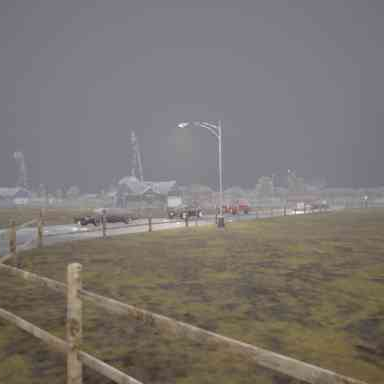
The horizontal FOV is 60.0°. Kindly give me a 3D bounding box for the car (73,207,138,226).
[{"bbox_3d":[-6.648,1.882,26.309,2.033,1.411,5.357,-2,-2,36],"label":"car"}]

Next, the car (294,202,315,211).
[{"bbox_3d":[18.158,2.414,54.620,1.812,1.442,4.674,-2,-2,36],"label":"car"}]

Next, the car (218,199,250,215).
[{"bbox_3d":[5.568,1.910,43.383,2.150,2.045,5.566,-2,-2,36],"label":"car"}]

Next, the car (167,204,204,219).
[{"bbox_3d":[-0.626,2.011,34.723,1.837,1.490,4.892,-2,-2,36],"label":"car"}]

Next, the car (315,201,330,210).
[{"bbox_3d":[25.122,2.470,64.325,2.097,1.767,4.553,-2,-2,34],"label":"car"}]
